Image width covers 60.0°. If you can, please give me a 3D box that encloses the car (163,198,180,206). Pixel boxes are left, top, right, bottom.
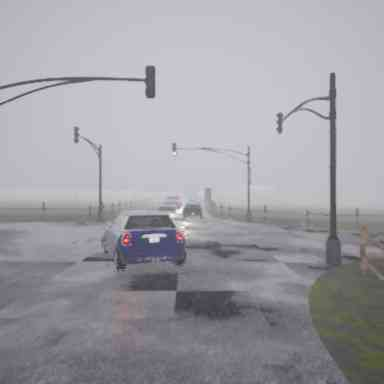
[{"bbox_3d":[-2.827,1.784,39.139,1.994,1.385,4.181,0,0,0],"label":"car"}]

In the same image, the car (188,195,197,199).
[{"bbox_3d":[0.156,1.682,79.842,2.150,2.045,5.566,0,0,0],"label":"car"}]

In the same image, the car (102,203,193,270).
[{"bbox_3d":[-1.846,1.416,11.595,2.097,1.767,4.553,0,0,-21],"label":"car"}]

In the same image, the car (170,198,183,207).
[{"bbox_3d":[-2.671,1.884,59.270,2.033,1.411,5.357,0,0,0],"label":"car"}]

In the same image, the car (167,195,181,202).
[{"bbox_3d":[-2.729,1.496,48.605,2.150,2.045,5.566,0,0,0],"label":"car"}]

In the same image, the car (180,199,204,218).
[{"bbox_3d":[0.085,1.684,32.137,1.837,1.490,4.892,0,0,0],"label":"car"}]
